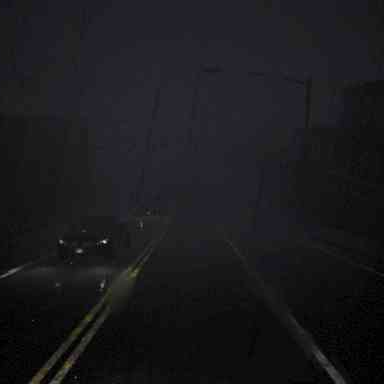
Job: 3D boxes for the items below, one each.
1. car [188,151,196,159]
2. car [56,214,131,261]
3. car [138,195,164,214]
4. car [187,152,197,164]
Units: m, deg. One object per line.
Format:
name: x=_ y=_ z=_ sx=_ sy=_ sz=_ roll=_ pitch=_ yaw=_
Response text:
car: x=-0.014 y=-8.861 z=79.692 sx=1.994 sy=1.385 sz=4.181 roll=0 pitch=12 yaw=0
car: x=-3.590 y=1.632 z=12.943 sx=1.812 sy=1.442 sz=4.674 roll=0 pitch=-1 yaw=0
car: x=-3.504 y=1.049 z=29.603 sx=2.033 sy=1.411 sz=5.357 roll=0 pitch=6 yaw=0
car: x=-0.012 y=-6.921 z=69.899 sx=2.097 sy=1.767 sz=4.553 roll=0 pitch=12 yaw=0
